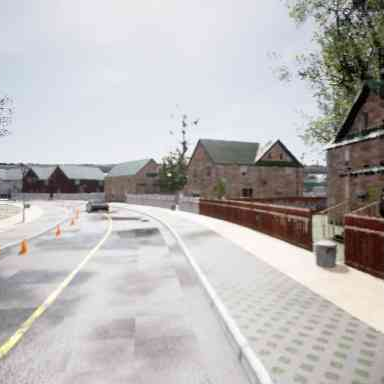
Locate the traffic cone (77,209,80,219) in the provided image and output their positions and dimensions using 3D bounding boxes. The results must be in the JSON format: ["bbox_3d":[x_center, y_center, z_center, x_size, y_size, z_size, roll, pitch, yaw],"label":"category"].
[{"bbox_3d":[-9.046,1.829,26.345,0.340,0.580,0.340,0,0,-17],"label":"traffic cone"}]

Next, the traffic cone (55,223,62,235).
[{"bbox_3d":[-6.790,1.884,16.939,0.340,0.580,0.340,0,0,-10],"label":"traffic cone"}]

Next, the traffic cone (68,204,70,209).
[{"bbox_3d":[-14.654,1.757,39.713,0.340,0.580,0.340,0,0,-28],"label":"traffic cone"}]

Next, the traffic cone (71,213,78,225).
[{"bbox_3d":[-7.766,1.856,21.679,0.340,0.580,0.340,0,0,-13],"label":"traffic cone"}]

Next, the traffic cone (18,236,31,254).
[{"bbox_3d":[-6.100,1.914,12.094,0.340,0.580,0.340,0,0,-7],"label":"traffic cone"}]

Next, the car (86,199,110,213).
[{"bbox_3d":[-9.726,1.425,34.246,1.895,1.301,4.718,0,0,-23],"label":"car"}]
